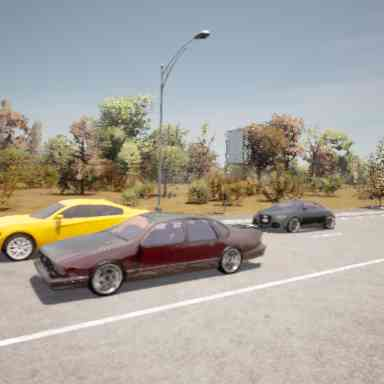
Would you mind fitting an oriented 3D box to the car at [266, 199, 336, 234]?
[{"bbox_3d":[4.866,1.053,15.666,4.181,1.385,1.994,0,3,-34],"label":"car"}]

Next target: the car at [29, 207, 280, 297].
[{"bbox_3d":[-0.655,1.200,7.779,5.357,1.411,2.033,0,3,-34],"label":"car"}]

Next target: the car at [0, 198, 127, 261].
[{"bbox_3d":[-3.514,0.960,10.071,5.008,1.535,1.882,0,3,-34],"label":"car"}]
